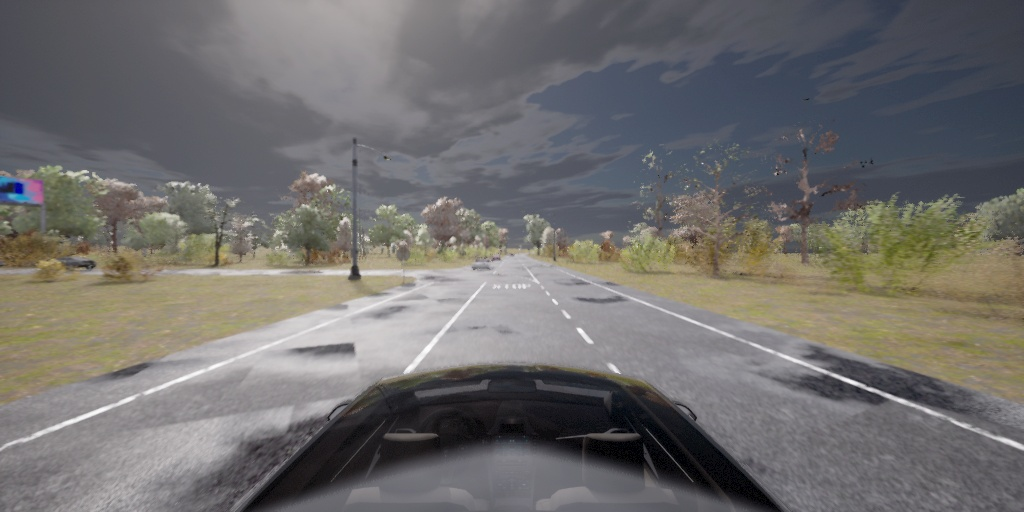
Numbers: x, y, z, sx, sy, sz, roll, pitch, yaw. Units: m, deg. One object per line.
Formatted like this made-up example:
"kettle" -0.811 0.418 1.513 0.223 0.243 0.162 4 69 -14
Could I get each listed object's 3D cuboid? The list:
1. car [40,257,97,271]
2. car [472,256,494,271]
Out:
"car" -48.596 0.842 39.320 4.892 1.490 1.837 0 0 2
"car" -3.438 0.950 40.901 1.895 1.301 4.718 0 1 0
